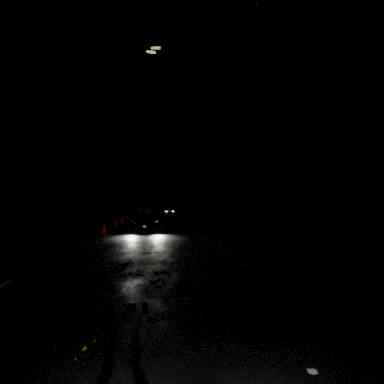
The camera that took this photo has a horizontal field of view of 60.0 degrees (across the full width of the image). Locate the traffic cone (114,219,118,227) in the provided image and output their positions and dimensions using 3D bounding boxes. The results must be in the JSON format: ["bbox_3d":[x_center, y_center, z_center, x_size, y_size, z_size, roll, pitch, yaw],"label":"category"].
[{"bbox_3d":[-5.338,2.164,23.286,0.340,0.580,0.340,0,-1,-6],"label":"traffic cone"}]

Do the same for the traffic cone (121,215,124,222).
[{"bbox_3d":[-5.919,2.285,28.228,0.340,0.580,0.340,0,-1,-7],"label":"traffic cone"}]

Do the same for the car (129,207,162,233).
[{"bbox_3d":[-2.871,1.681,20.881,1.812,1.442,4.674,0,-1,-5],"label":"car"}]

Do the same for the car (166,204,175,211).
[{"bbox_3d":[-4.802,3.397,74.486,1.837,1.490,4.892,0,-2,2],"label":"car"}]
